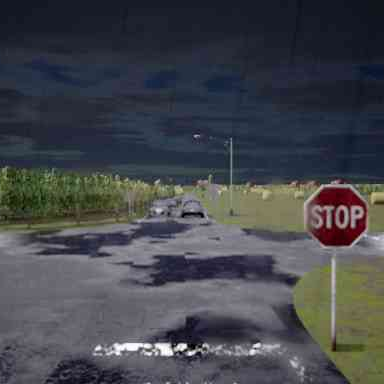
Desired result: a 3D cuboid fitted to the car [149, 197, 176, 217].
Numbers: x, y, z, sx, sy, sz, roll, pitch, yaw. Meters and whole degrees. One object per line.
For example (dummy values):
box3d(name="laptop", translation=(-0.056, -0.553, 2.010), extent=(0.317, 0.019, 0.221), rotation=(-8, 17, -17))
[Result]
box3d(name="car", translation=(-2.905, 1.500, 31.349), extent=(2.128, 1.511, 4.902), rotation=(0, 0, 0))

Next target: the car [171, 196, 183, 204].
box3d(name="car", translation=(-2.914, 1.520, 64.593), extent=(2.033, 1.411, 5.357), rotation=(0, 0, 0))

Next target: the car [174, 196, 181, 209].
box3d(name="car", translation=(-2.940, 1.564, 45.586), extent=(1.994, 1.385, 4.181), rotation=(0, 0, 0))

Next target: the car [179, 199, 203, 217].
box3d(name="car", translation=(0.044, 1.573, 31.268), extent=(1.994, 1.385, 4.181), rotation=(0, 0, 0))
